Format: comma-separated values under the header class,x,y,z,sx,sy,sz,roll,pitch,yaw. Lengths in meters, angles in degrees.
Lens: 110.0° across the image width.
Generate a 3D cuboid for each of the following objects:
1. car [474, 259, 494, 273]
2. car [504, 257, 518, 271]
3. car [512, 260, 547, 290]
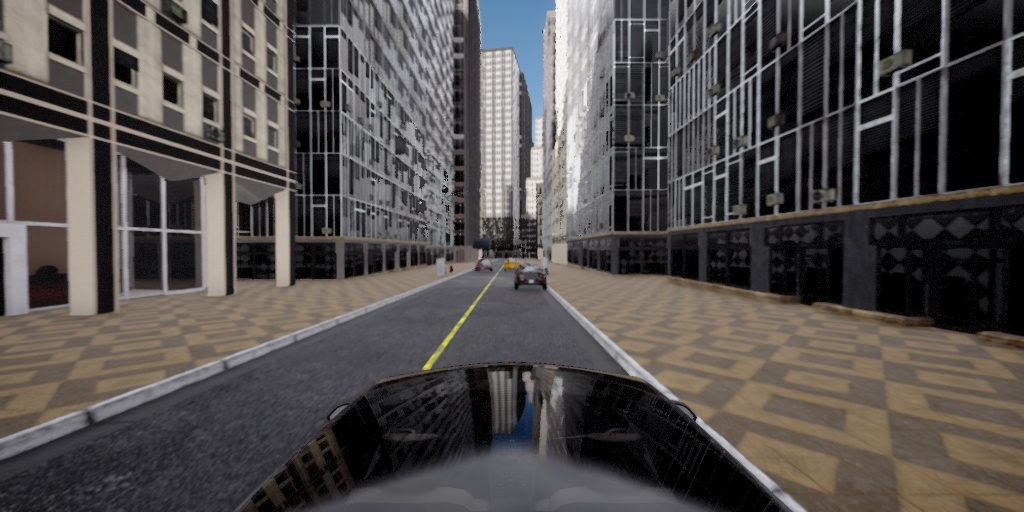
class,x,y,z,sx,sy,sz,roll,pitch,yaw
car,-3.092,1.069,40.453,1.812,1.442,4.674,0,0,0
car,0.032,1.006,43.616,1.882,1.535,5.008,0,0,1
car,1.047,1.166,21.549,1.812,1.442,4.674,0,0,0
